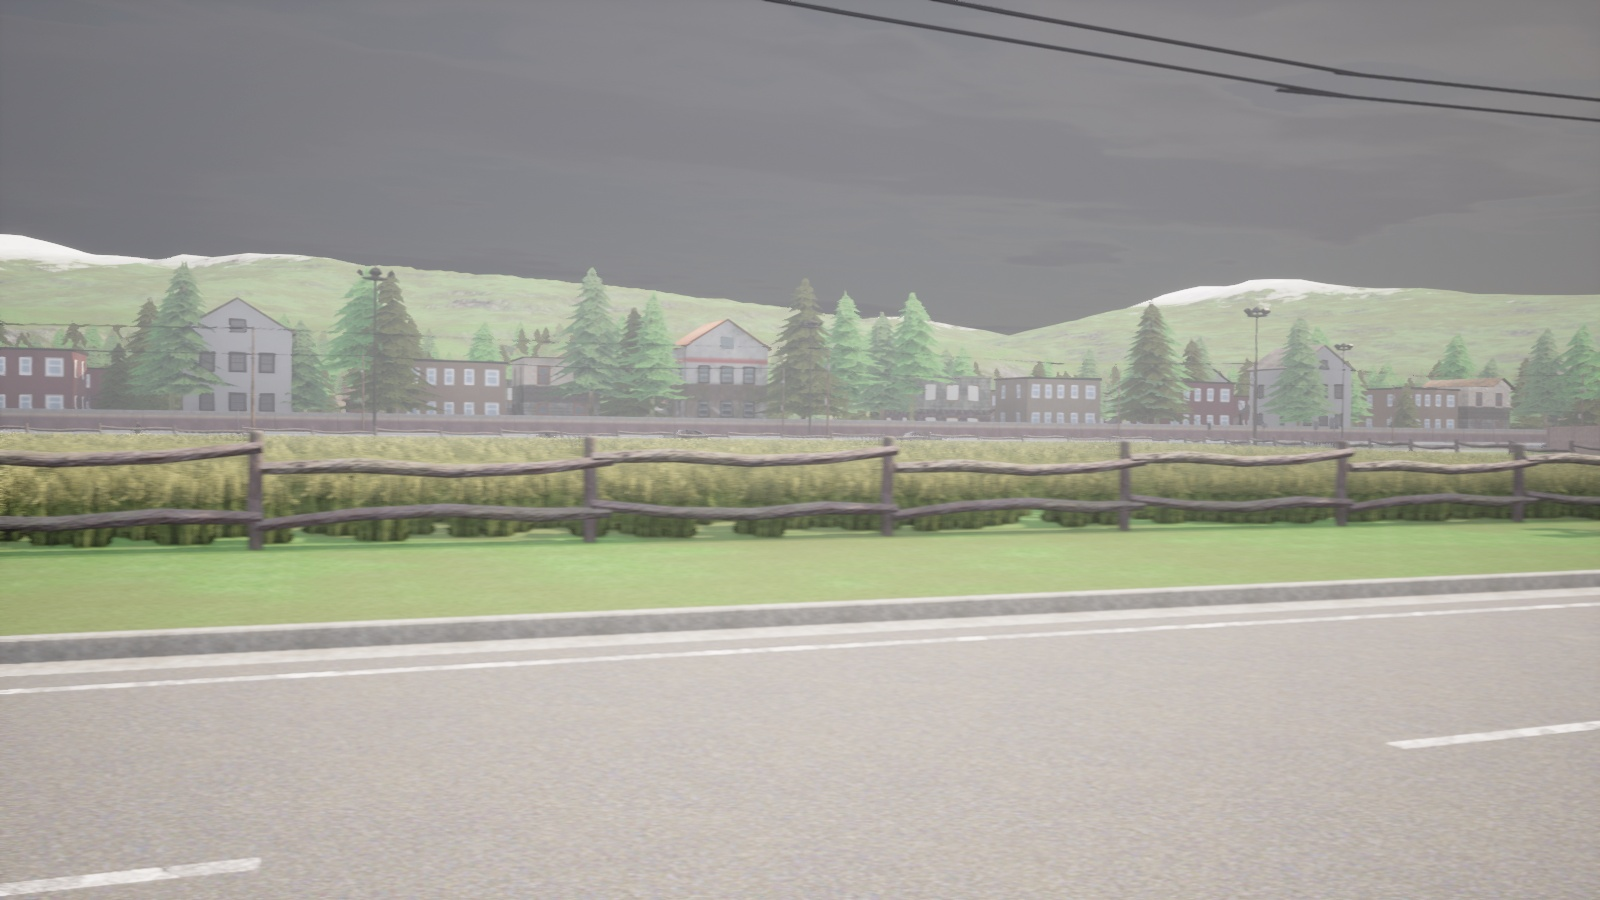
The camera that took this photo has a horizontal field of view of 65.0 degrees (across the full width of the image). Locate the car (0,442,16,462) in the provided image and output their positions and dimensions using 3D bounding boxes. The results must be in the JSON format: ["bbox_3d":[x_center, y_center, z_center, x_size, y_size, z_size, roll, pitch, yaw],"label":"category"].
[{"bbox_3d":[-54.339,0.148,82.252,4.718,1.301,1.895,-1,1,-21],"label":"car"}]
